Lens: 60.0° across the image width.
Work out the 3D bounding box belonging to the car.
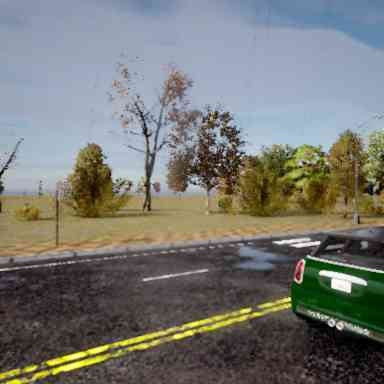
[{"bbox_3d":[3.948,1.412,6.071,4.553,1.767,2.097,1,0,-34],"label":"car"}]
